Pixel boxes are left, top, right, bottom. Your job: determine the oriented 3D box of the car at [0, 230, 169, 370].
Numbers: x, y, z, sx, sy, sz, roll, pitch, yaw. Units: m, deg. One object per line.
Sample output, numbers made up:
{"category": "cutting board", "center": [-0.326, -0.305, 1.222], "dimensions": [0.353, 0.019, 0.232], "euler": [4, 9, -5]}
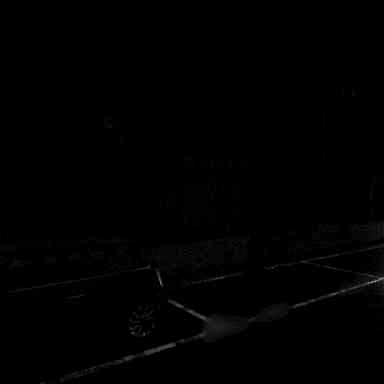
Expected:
{"category": "car", "center": [-2.455, 1.440, 4.784], "dimensions": [4.097, 1.590, 1.967], "euler": [0, 0, -35]}
